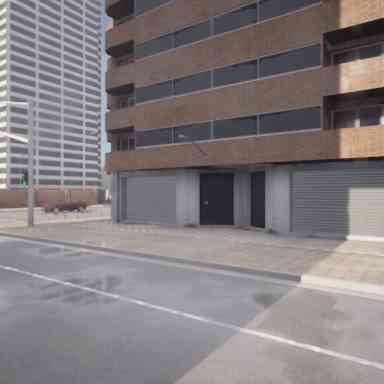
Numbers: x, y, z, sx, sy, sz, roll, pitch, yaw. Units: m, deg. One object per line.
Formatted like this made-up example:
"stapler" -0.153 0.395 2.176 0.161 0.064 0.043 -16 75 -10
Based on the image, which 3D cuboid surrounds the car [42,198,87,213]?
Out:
"car" -14.101 1.475 36.878 1.882 1.535 5.008 0 0 35
